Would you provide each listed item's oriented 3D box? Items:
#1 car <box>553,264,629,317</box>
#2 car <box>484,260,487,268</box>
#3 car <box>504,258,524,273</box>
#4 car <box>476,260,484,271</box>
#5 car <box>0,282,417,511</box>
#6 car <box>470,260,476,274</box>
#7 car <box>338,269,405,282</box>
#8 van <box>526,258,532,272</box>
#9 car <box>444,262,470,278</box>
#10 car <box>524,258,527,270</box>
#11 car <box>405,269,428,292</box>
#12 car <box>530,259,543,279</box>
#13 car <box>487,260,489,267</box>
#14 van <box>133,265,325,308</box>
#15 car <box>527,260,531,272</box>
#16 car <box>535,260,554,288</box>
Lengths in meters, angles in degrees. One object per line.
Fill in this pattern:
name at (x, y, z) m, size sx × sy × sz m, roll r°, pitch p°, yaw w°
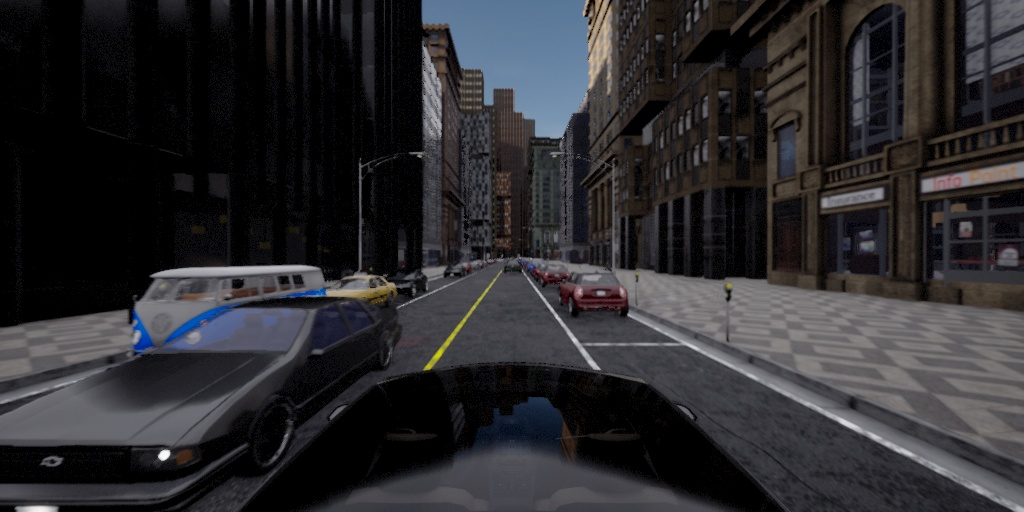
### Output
car at (2.860, 1.221, 13.404) m, size 1.967 × 1.591 × 4.097 m, roll 0°, pitch 0°, yaw 0°
car at (-5.657, 1.348, 58.590) m, size 1.967 × 1.591 × 4.097 m, roll 0°, pitch 0°, yaw 0°
car at (0.108, 1.221, 44.794) m, size 2.097 × 1.767 × 4.553 m, roll 0°, pitch 0°, yaw 0°
car at (-5.658, 1.443, 52.941) m, size 2.007 × 1.370 × 4.403 m, roll 0°, pitch 0°, yaw 0°
car at (-3.099, 1.306, 5.002) m, size 2.033 × 1.411 × 5.357 m, roll 0°, pitch 0°, yaw 0°
car at (-5.660, 1.405, 41.643) m, size 1.888 × 1.381 × 4.507 m, roll 0°, pitch 0°, yaw 0°
car at (-5.666, 1.306, 13.230) m, size 1.751 × 1.417 × 4.829 m, roll 0°, pitch 0°, yaw 0°
van at (2.865, 1.201, 41.646) m, size 1.690 × 1.789 × 3.998 m, roll 0°, pitch 0°, yaw 0°
car at (-5.661, 1.410, 35.995) m, size 1.948 × 1.339 × 4.313 m, roll 0°, pitch 0°, yaw 0°
car at (2.866, 1.316, 47.295) m, size 1.967 × 1.591 × 4.097 m, roll 0°, pitch 0°, yaw 0°
car at (-5.665, 1.362, 19.049) m, size 1.948 × 1.339 × 4.313 m, roll 0°, pitch 0°, yaw 0°
car at (2.863, 1.268, 30.349) m, size 1.967 × 1.591 × 4.097 m, roll 0°, pitch 0°, yaw 0°
car at (-5.656, 1.476, 64.239) m, size 2.007 × 1.370 × 4.403 m, roll 0°, pitch 0°, yaw 0°
van at (-5.667, 1.107, 7.751) m, size 1.690 × 1.789 × 3.998 m, roll 0°, pitch 0°, yaw 0°
car at (2.864, 1.389, 35.997) m, size 1.888 × 1.381 × 4.507 m, roll 0°, pitch 0°, yaw 0°
car at (2.862, 1.252, 24.701) m, size 1.967 × 1.591 × 4.097 m, roll 0°, pitch 0°, yaw 0°
